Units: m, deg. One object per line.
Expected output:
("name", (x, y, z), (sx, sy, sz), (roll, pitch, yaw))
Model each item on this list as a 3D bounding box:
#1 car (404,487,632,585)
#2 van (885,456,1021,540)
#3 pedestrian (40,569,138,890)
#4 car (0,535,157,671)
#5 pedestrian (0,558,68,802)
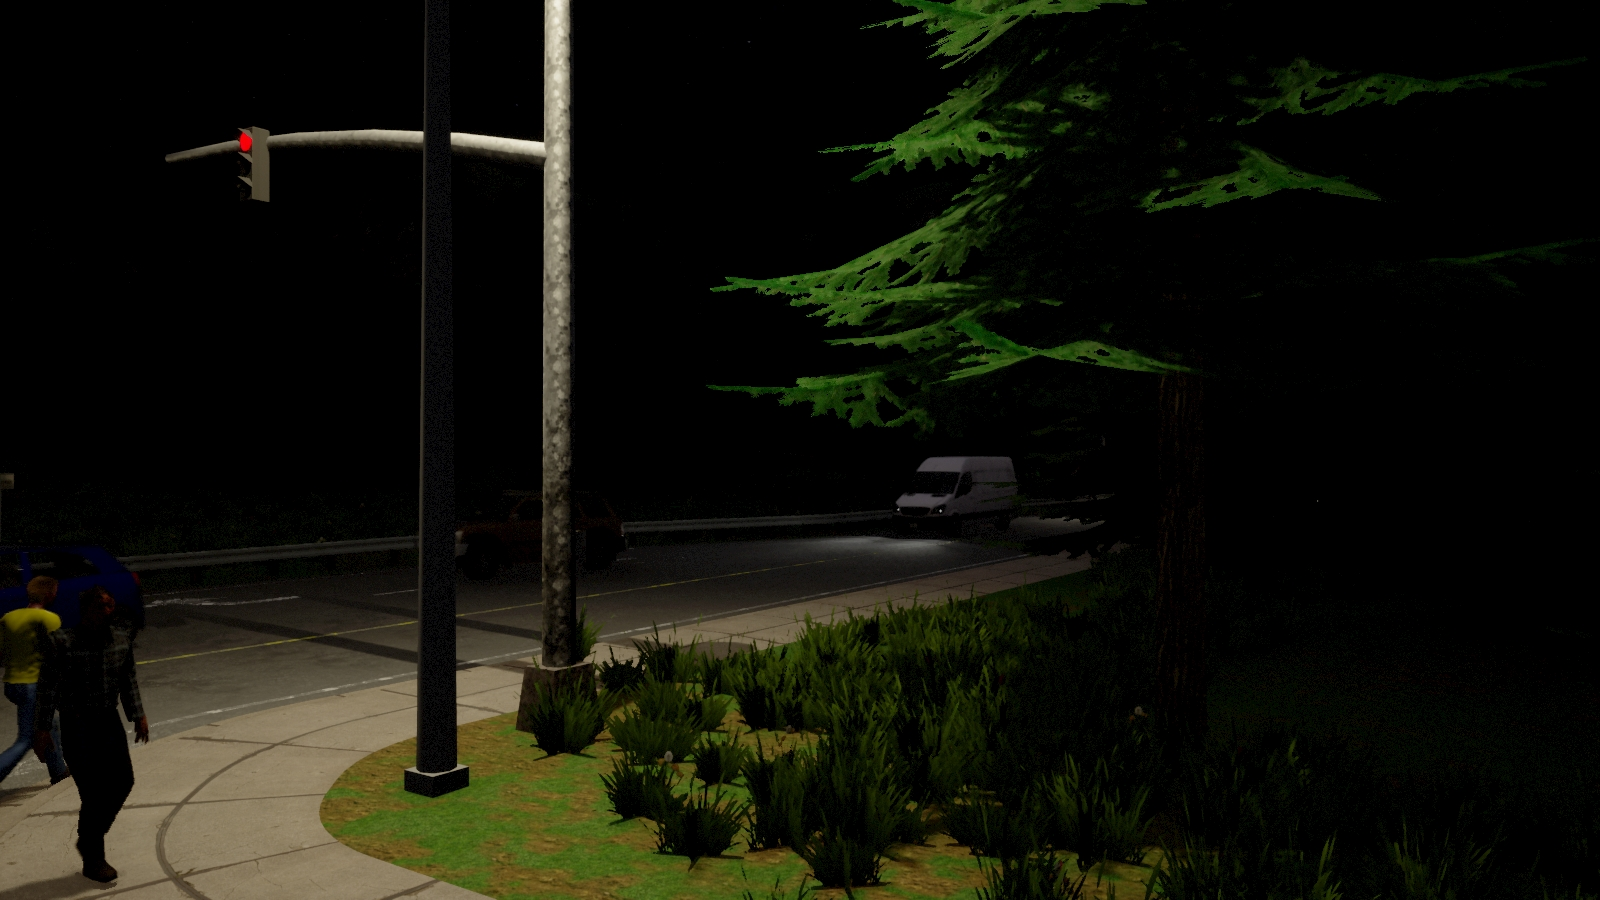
("car", (-6.234, 1.824, 25.593), (4.605, 1.855, 1.932), (0, 0, -43))
("van", (5.232, 1.497, 38.265), (1.988, 2.561, 5.915), (0, 0, 35))
("pedestrian", (-4.386, 1.690, 7.050), (0.375, 1.860, 0.375), (0, 0, 28))
("car", (-10.684, 2.001, 14.823), (1.845, 1.501, 3.633), (0, 0, 34))
("pedestrian", (-6.196, 1.824, 9.193), (0.375, 1.860, 0.375), (0, 0, 23))
